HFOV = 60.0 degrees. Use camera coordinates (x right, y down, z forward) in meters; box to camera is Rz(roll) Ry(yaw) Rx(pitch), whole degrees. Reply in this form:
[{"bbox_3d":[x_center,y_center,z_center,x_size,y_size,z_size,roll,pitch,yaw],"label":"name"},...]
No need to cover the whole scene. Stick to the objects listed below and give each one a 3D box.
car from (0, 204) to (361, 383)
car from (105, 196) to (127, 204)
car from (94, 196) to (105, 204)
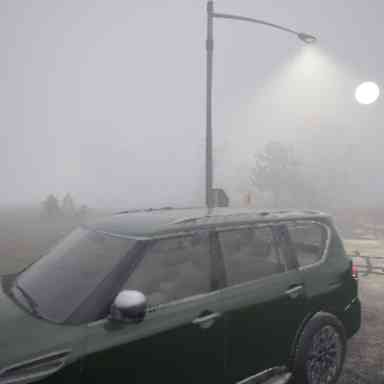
[{"bbox_3d":[-0.398,1.228,3.609,5.566,2.045,2.150,0,0,-36],"label":"car"},{"bbox_3d":[-12.170,1.467,54.624,1.812,1.442,4.674,0,0,-33],"label":"car"},{"bbox_3d":[-16.455,1.454,60.910,1.812,1.442,4.674,0,0,-34],"label":"car"}]
